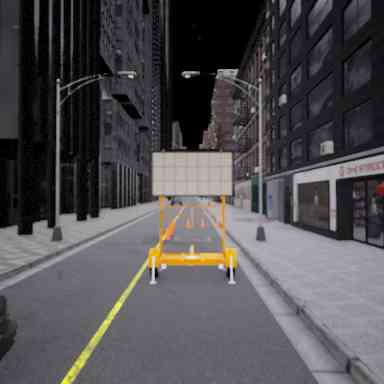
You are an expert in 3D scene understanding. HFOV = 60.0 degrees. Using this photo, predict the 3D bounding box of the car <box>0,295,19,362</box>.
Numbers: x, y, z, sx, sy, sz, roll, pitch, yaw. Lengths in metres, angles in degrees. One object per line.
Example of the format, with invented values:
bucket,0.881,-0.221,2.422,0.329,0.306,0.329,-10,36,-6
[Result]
car,-3.093,1.563,1.824,2.033,1.411,5.357,0,0,0

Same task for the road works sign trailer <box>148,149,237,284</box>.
road works sign trailer,0.011,0.537,9.819,2.380,3.560,2.880,0,0,0

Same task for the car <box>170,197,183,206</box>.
car,-2.955,1.709,64.588,2.150,2.045,5.566,0,0,0
